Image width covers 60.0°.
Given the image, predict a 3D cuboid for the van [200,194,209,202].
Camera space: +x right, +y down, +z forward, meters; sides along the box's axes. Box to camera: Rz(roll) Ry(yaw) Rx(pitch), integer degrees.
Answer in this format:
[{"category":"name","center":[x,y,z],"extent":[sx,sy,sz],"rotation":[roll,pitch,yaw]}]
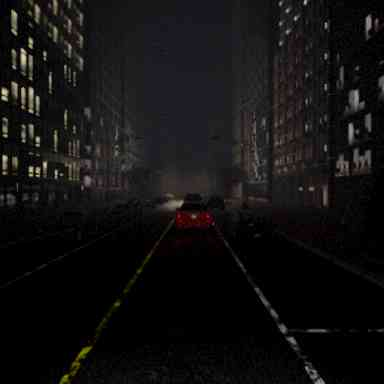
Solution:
[{"category":"van","center":[2.667,1.320,72.660],"extent":[1.690,1.788,3.998],"rotation":[-1,0,0]}]

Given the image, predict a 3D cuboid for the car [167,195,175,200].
[{"category":"car","center":[-5.714,1.552,89.710],"extent":[1.802,1.307,4.206],"rotation":[-1,0,0]}]

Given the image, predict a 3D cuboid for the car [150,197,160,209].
[{"category":"car","center":[-5.706,1.514,44.071],"extent":[1.752,1.417,4.829],"rotation":[-1,0,0]}]

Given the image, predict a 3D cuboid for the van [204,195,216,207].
[{"category":"van","center":[2.672,1.329,49.926],"extent":[1.690,1.788,3.998],"rotation":[-1,0,0]}]

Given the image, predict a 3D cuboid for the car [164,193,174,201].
[{"category":"car","center":[-5.715,1.288,84.026],"extent":[2.192,1.841,5.009],"rotation":[-1,0,0]}]

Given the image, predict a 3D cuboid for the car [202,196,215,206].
[{"category":"car","center":[2.672,1.426,55.609],"extent":[1.967,1.590,4.097],"rotation":[-1,0,0]}]

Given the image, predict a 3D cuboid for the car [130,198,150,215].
[{"category":"car","center":[-5.705,1.432,32.873],"extent":[1.967,1.590,4.097],"rotation":[-1,0,0]}]

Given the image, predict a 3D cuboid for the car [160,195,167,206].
[{"category":"car","center":[-5.708,1.551,55.608],"extent":[1.947,1.339,4.313],"rotation":[-1,0,0]}]

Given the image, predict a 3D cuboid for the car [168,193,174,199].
[{"category":"car","center":[-5.713,1.416,78.342],"extent":[1.967,1.590,4.097],"rotation":[-1,0,0]}]

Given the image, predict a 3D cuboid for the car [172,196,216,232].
[{"category":"car","center":[0.097,1.348,20.023],"extent":[2.097,1.767,4.553],"rotation":[0,0,0]}]

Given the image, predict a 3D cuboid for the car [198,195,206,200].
[{"category":"car","center":[2.666,1.522,89.711],"extent":[2.008,1.369,4.403],"rotation":[-1,0,0]}]

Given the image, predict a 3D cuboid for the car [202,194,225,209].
[{"category":"car","center":[2.673,1.306,38.558],"extent":[2.192,1.841,5.009],"rotation":[-1,0,0]}]

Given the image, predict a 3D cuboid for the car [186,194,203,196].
[{"category":"car","center":[0.093,1.212,39.041],"extent":[2.150,2.045,5.566],"rotation":[0,0,0]}]

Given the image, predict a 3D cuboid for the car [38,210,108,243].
[{"category":"car","center":[-5.701,1.547,15.822],"extent":[2.008,1.369,4.403],"rotation":[-1,0,0]}]

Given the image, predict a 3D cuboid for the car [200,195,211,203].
[{"category":"car","center":[2.669,1.421,66.977],"extent":[1.967,1.590,4.097],"rotation":[-1,0,0]}]

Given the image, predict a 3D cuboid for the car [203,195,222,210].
[{"category":"car","center":[2.672,1.305,44.242],"extent":[2.192,1.841,5.009],"rotation":[-1,0,0]}]

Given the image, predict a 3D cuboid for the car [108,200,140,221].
[{"category":"car","center":[-5.703,1.575,27.189],"extent":[1.802,1.307,4.206],"rotation":[-1,0,0]}]

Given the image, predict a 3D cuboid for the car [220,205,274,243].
[{"category":"car","center":[2.680,1.548,15.823],"extent":[2.008,1.369,4.403],"rotation":[-1,0,0]}]

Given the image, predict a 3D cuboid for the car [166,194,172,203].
[{"category":"car","center":[-5.710,1.531,66.975],"extent":[2.008,1.369,4.403],"rotation":[-1,0,0]}]
